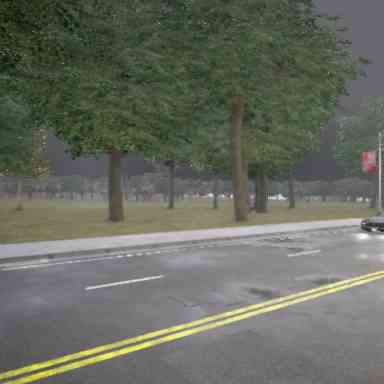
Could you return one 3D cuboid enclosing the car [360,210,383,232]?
[{"bbox_3d":[12.548,1.777,20.503,5.357,1.411,2.033,1,0,-36],"label":"car"}]
